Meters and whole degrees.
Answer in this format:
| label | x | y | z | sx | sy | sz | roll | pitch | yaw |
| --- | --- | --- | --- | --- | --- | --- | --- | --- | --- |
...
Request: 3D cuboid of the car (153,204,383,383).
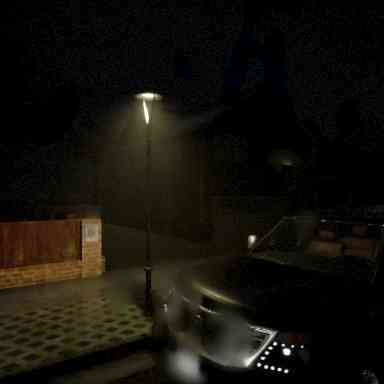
| label | x | y | z | sx | sy | sz | roll | pitch | yaw |
| --- | --- | --- | --- | --- | --- | --- | --- | --- | --- |
| car | 2.227 | 1.222 | 4.605 | 5.566 | 2.045 | 2.150 | 0 | 0 | -35 |
